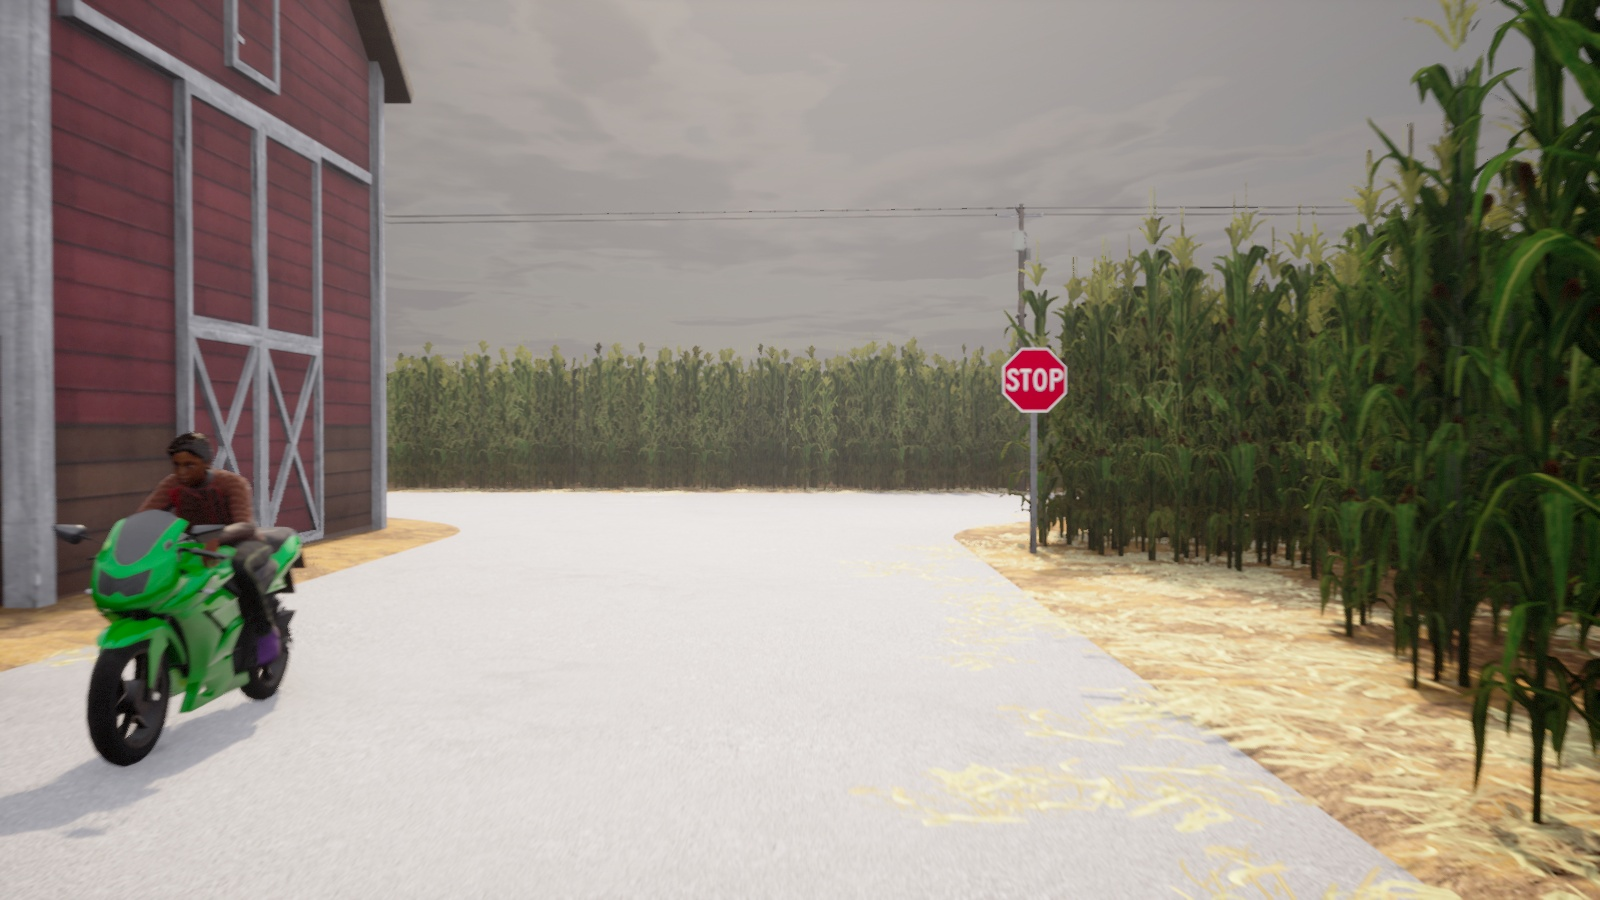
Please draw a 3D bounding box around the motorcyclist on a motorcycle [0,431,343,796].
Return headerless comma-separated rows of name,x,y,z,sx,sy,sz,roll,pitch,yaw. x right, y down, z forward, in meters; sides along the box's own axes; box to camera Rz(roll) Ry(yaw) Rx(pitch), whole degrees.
motorcyclist on a motorcycle,-3.049,0.668,6.244,0.797,1.523,2.044,0,1,0
